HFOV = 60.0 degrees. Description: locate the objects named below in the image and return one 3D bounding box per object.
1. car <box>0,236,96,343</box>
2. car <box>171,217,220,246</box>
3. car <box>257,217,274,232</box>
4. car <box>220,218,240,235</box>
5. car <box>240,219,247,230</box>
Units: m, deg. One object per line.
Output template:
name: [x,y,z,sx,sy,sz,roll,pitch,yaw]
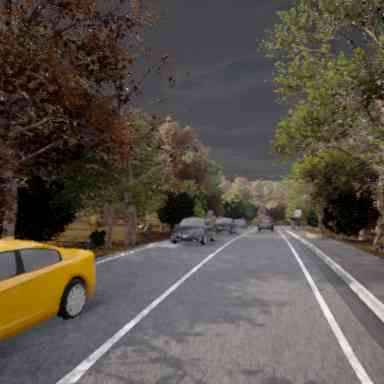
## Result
car: [-3.434,1.511,5.024,1.882,1.535,5.008,1,-1,17]
car: [0.194,2.208,19.346,1.837,1.490,4.892,1,-4,13]
car: [9.318,4.223,42.096,2.128,1.511,4.902,1,-5,13]
car: [3.123,3.214,31.692,1.837,1.490,4.892,1,-5,14]
car: [6.764,4.591,46.988,1.837,1.490,4.892,1,-5,13]
